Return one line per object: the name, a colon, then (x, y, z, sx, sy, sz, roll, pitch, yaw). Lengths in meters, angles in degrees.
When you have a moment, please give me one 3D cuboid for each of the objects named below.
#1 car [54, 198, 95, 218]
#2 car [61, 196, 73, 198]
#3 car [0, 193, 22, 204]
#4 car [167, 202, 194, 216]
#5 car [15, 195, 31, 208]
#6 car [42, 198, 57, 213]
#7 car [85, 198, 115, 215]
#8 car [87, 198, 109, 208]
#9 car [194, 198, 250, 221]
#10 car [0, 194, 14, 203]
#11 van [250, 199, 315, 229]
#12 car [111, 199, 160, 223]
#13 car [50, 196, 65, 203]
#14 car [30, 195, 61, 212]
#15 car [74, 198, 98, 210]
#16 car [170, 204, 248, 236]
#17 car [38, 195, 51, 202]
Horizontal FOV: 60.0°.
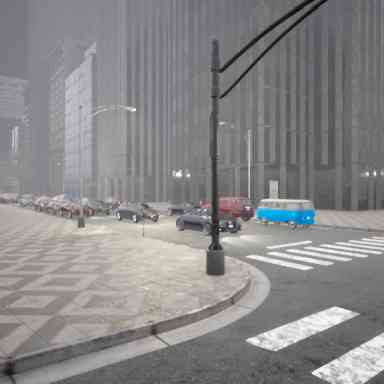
car: (-10.829, 1.571, 30.547, 1.887, 1.381, 4.507, 0, 0, -36)
car: (-15.633, 1.546, 41.556, 1.812, 1.442, 4.674, 0, 0, -36)
car: (-34.115, 1.299, 62.424, 2.192, 1.841, 5.009, 0, 0, -36)
car: (-0.603, 1.598, 31.002, 1.947, 1.339, 4.313, 0, 0, -36)
car: (-24.135, 1.562, 48.762, 2.008, 1.369, 4.403, 0, 0, -36)
car: (-14.156, 1.605, 35.101, 1.802, 1.307, 4.206, 0, 0, -36)
car: (-9.851, 1.531, 33.573, 1.837, 1.490, 4.892, 0, 0, -36)
car: (-13.911, 1.600, 49.219, 1.802, 1.307, 4.206, 0, 0, -36)
car: (2.724, 1.350, 26.448, 2.192, 1.841, 5.009, 0, 0, -36)
car: (-37.442, 1.286, 66.978, 2.192, 1.841, 5.009, 0, 0, -36)
van: (6.052, 1.377, 21.893, 1.690, 1.788, 3.998, 0, 0, -36)
car: (-4.332, 1.536, 26.008, 1.837, 1.490, 4.892, 0, 0, -36)
car: (-27.319, 1.510, 67.575, 1.752, 1.417, 4.829, 0, 0, -36)
car: (-17.482, 1.460, 39.655, 1.967, 1.590, 4.097, 0, 0, -36)
car: (-14.456, 1.546, 45.206, 1.812, 1.442, 4.674, 0, 0, -36)
car: (0.852, 1.599, 18.910, 1.994, 1.385, 4.181, 0, 0, -36)
car: (-33.987, 1.481, 76.713, 1.752, 1.417, 4.829, 0, 0, -35)
